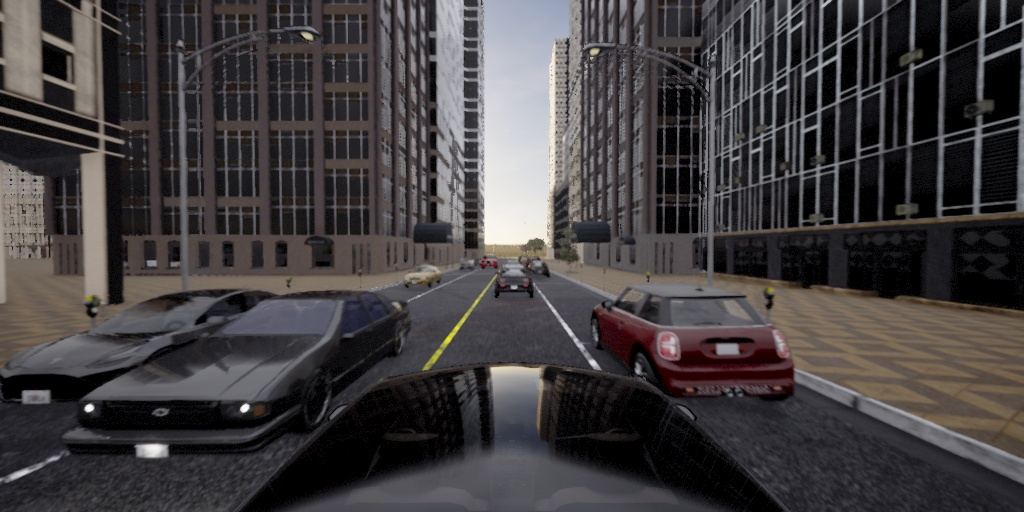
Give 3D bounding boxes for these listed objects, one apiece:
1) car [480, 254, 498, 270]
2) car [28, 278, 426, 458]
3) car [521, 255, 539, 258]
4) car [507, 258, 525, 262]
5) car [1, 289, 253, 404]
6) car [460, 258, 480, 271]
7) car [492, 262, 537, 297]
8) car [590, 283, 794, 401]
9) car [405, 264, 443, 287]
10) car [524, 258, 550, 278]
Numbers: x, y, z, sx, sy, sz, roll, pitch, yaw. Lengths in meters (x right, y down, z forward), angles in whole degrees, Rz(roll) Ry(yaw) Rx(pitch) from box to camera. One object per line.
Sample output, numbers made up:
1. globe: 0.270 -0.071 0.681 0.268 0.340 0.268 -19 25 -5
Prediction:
1. car: -3.068 0.789 49.499 2.150 2.045 5.566 0 0 0
2. car: -3.099 1.284 5.748 2.033 1.411 5.357 0 0 0
3. car: 2.691 0.895 46.112 2.192 1.841 5.009 0 0 0
4. car: 0.099 1.167 36.514 2.033 1.411 5.357 0 0 0
5. car: -5.657 1.300 6.450 1.948 1.339 4.313 0 0 0
6. car: -5.690 1.130 46.169 2.007 1.370 4.403 0 0 0
7. car: 0.100 1.217 18.255 1.812 1.442 4.674 0 0 0
8. car: 2.691 1.175 6.390 1.967 1.591 4.097 0 0 0
9. car: -5.675 1.196 23.303 1.751 1.417 4.829 0 0 0
10. car: 2.351 1.161 32.542 1.812 1.442 4.674 0 0 0
